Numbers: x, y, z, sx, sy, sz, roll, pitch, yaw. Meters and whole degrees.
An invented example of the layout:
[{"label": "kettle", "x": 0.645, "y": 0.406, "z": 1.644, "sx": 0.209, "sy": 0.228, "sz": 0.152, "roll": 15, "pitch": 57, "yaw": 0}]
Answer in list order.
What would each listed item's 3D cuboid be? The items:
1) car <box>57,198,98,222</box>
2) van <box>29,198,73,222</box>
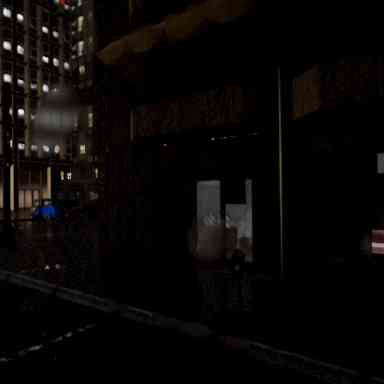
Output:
[{"label": "car", "x": -7.939, "y": 1.503, "z": 27.043, "sx": 1.882, "sy": 1.535, "sz": 5.008, "roll": -1, "pitch": -1, "yaw": 36}, {"label": "van", "x": -11.086, "y": 1.408, "z": 27.102, "sx": 1.690, "sy": 1.788, "sz": 3.998, "roll": -1, "pitch": -1, "yaw": 36}]
